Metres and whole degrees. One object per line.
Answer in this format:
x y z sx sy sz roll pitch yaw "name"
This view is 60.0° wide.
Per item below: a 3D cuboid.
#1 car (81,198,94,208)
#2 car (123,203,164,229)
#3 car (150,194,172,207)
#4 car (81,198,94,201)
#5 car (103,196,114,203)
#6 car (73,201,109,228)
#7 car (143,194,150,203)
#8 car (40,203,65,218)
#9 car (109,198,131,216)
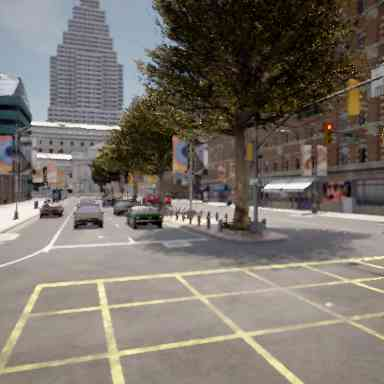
-15.977 1.660 50.802 1.812 1.442 4.674 0 0 -17 "car"
-3.230 1.648 22.359 1.895 1.301 4.718 0 0 -18 "car"
-4.823 1.322 53.798 2.150 2.045 5.566 0 0 -18 "car"
-10.176 1.590 32.539 1.837 1.490 4.892 0 0 -18 "car"
-13.336 1.481 54.089 2.097 1.767 4.553 0 0 -17 "car"
-7.095 1.609 22.945 2.033 1.411 5.357 0 0 -18 "car"
-8.010 1.349 63.719 2.150 2.045 5.566 0 0 -18 "car"
-13.112 1.690 31.377 1.895 1.301 4.718 0 0 -18 "car"
-6.811 1.624 33.506 2.033 1.411 5.357 0 0 -18 "car"
